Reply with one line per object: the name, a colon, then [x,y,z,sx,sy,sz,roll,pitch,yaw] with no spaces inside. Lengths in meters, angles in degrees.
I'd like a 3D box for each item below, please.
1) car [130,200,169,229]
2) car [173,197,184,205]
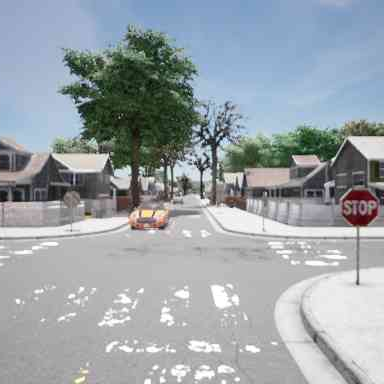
car: [-2.703,1.418,21.906,2.097,1.767,4.553,0,0,0]
car: [-2.611,1.738,63.527,1.994,1.385,4.181,0,0,0]
